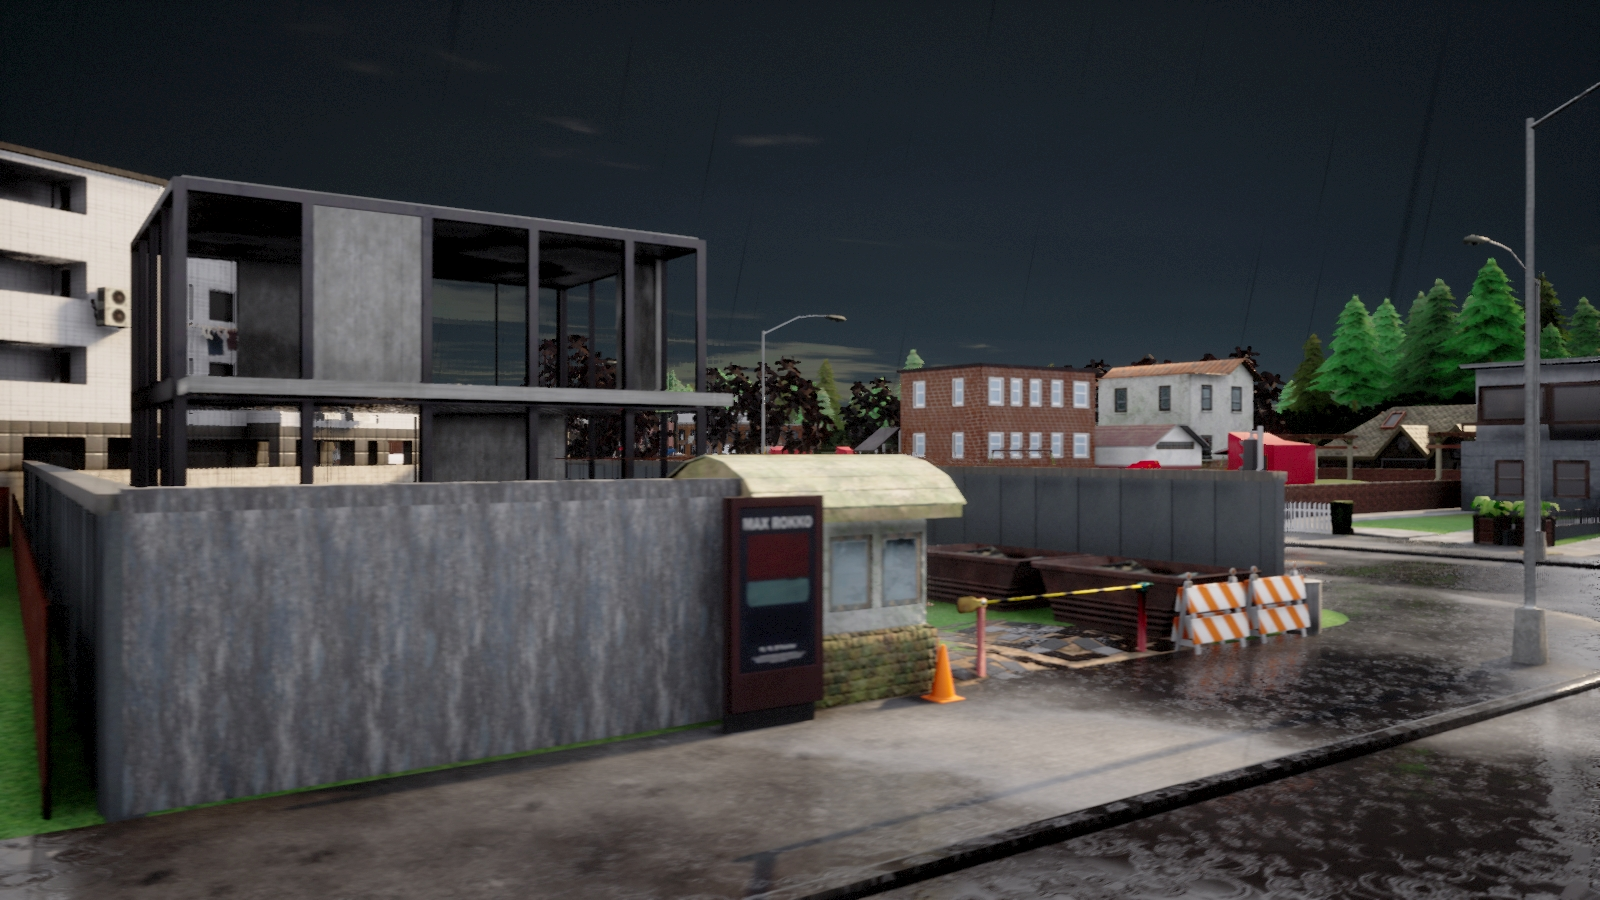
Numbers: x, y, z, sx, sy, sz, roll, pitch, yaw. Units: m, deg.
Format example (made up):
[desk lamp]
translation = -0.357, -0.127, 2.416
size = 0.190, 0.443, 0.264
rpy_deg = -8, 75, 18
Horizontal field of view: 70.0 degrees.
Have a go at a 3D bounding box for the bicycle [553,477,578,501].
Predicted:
[bicycle]
translation = -12.943, 2.159, 63.111
size = 0.859, 1.276, 1.487
rpy_deg = -2, 0, 10
